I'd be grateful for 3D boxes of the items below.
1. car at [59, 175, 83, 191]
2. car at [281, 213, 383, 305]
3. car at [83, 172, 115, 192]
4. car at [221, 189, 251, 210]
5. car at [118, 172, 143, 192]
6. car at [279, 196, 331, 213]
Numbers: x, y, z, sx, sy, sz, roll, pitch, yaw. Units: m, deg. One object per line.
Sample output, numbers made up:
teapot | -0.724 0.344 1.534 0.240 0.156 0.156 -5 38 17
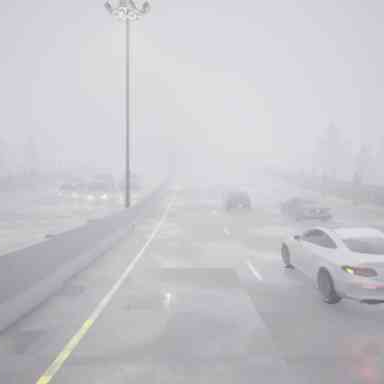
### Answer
car | -14.238 -1.120 39.933 2.097 1.767 4.553 0 7 0
car | 3.544 1.481 7.901 1.812 1.442 4.674 0 1 0
car | -10.741 -1.236 39.801 2.150 2.045 5.566 0 7 0
car | 3.488 0.510 26.423 1.837 1.490 4.892 0 5 0
car | -7.242 -1.236 39.805 2.150 2.045 5.566 0 7 0
car | 6.985 0.969 20.960 2.033 1.411 5.357 0 4 0
